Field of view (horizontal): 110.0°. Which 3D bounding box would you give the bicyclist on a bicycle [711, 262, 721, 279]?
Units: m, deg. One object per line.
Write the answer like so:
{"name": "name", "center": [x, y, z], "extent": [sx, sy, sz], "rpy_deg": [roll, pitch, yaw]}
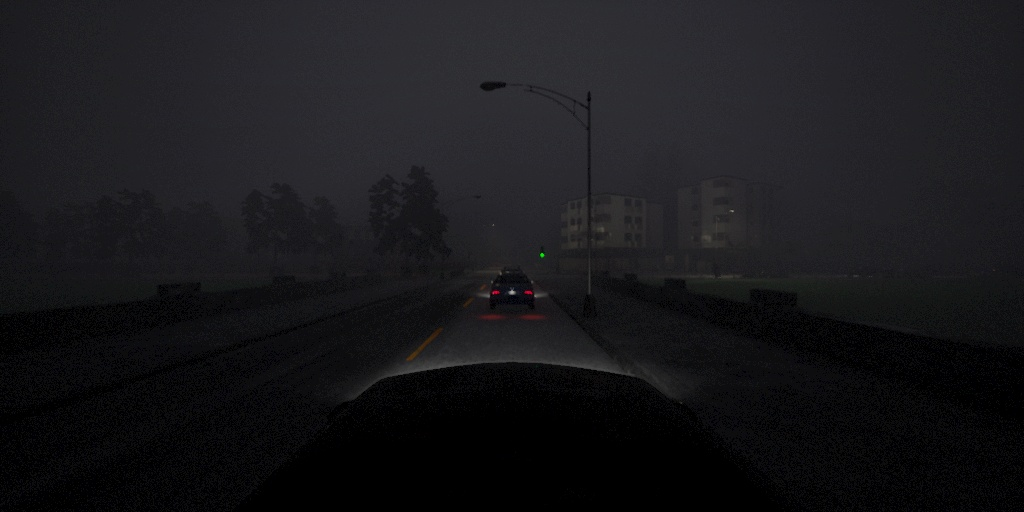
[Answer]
{"name": "bicyclist on a bicycle", "center": [20.039, 1.426, 35.312], "extent": [0.582, 1.620, 1.656], "rpy_deg": [0, -1, 0]}

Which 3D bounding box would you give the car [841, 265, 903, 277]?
{"name": "car", "center": [39.479, 1.719, 39.587], "extent": [4.718, 1.301, 1.895], "rpy_deg": [0, -1, 0]}

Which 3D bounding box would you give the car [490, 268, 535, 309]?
{"name": "car", "center": [0.007, 1.435, 15.828], "extent": [2.033, 1.411, 5.357], "rpy_deg": [0, -1, 0]}

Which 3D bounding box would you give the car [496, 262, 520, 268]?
{"name": "car", "center": [0.020, 1.530, 31.131], "extent": [2.128, 1.511, 4.902], "rpy_deg": [0, 0, 0]}
